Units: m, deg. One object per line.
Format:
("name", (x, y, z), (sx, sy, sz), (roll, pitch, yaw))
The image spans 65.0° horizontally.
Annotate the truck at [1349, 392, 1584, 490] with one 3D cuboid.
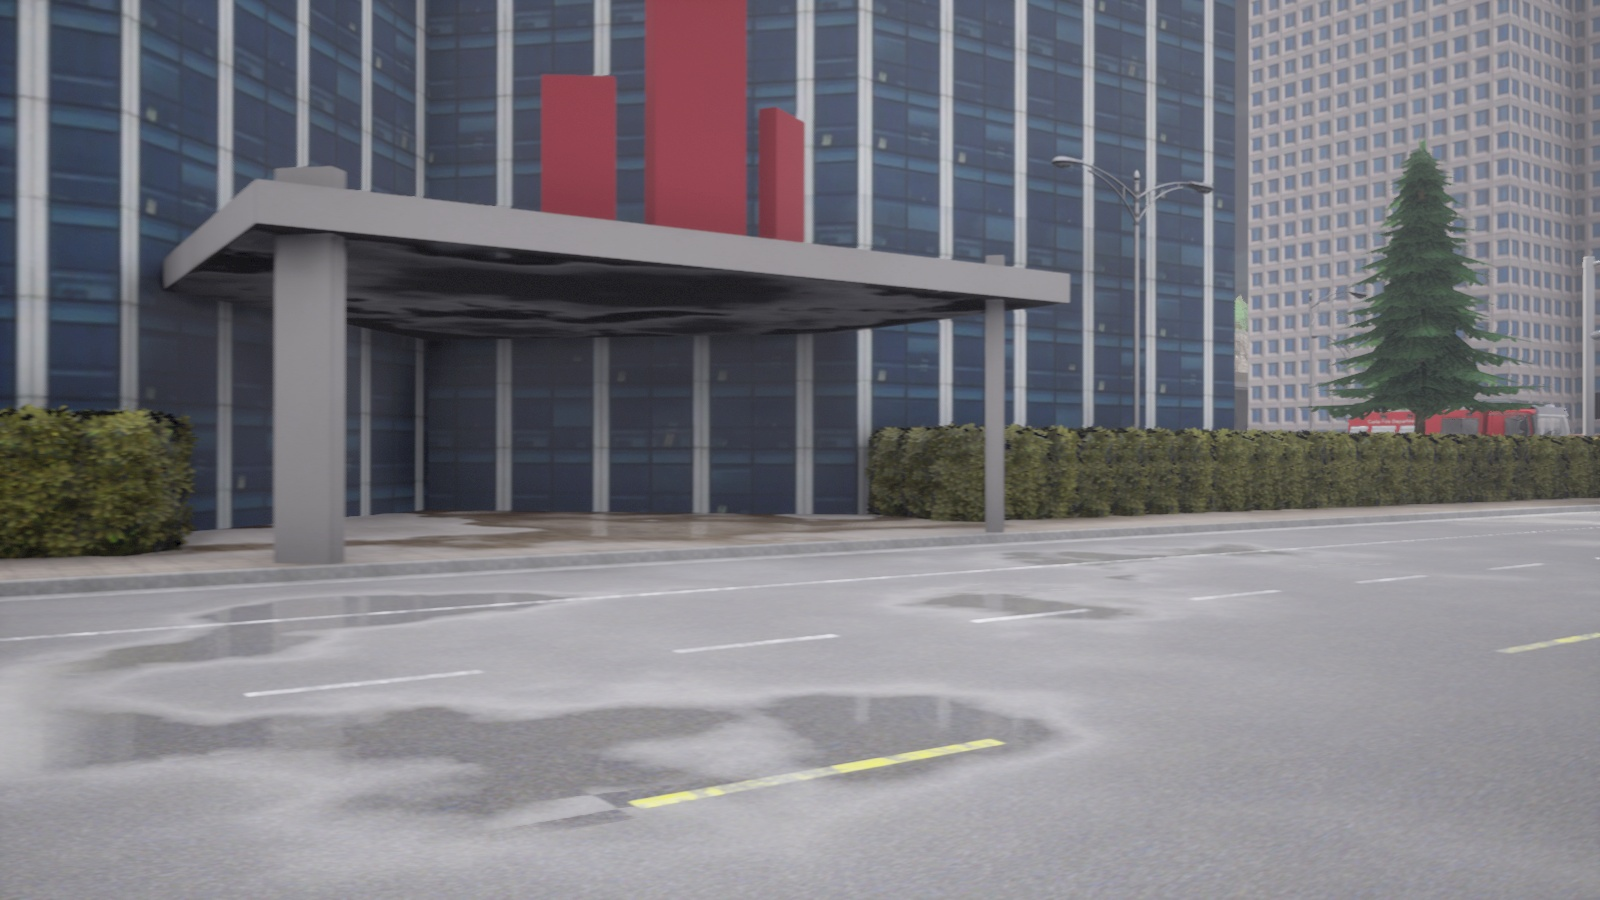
("truck", (28.223, -0.348, 53.642), (2.891, 3.827, 8.468), (0, 0, -34))
